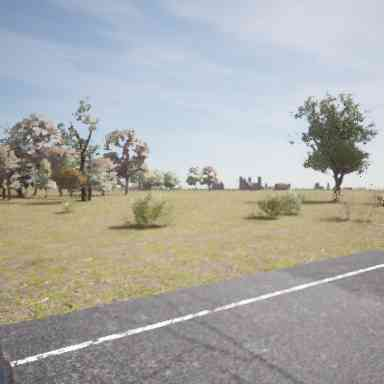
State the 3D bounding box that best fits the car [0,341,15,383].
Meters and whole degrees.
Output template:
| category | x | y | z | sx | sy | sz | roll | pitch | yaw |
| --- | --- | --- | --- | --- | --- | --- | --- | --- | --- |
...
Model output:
| category | x | y | z | sx | sy | sz | roll | pitch | yaw |
| --- | --- | --- | --- | --- | --- | --- | --- | --- | --- |
| car | -3.223 | 1.564 | 1.694 | 4.181 | 1.385 | 1.994 | 0 | 0 | -35 |
